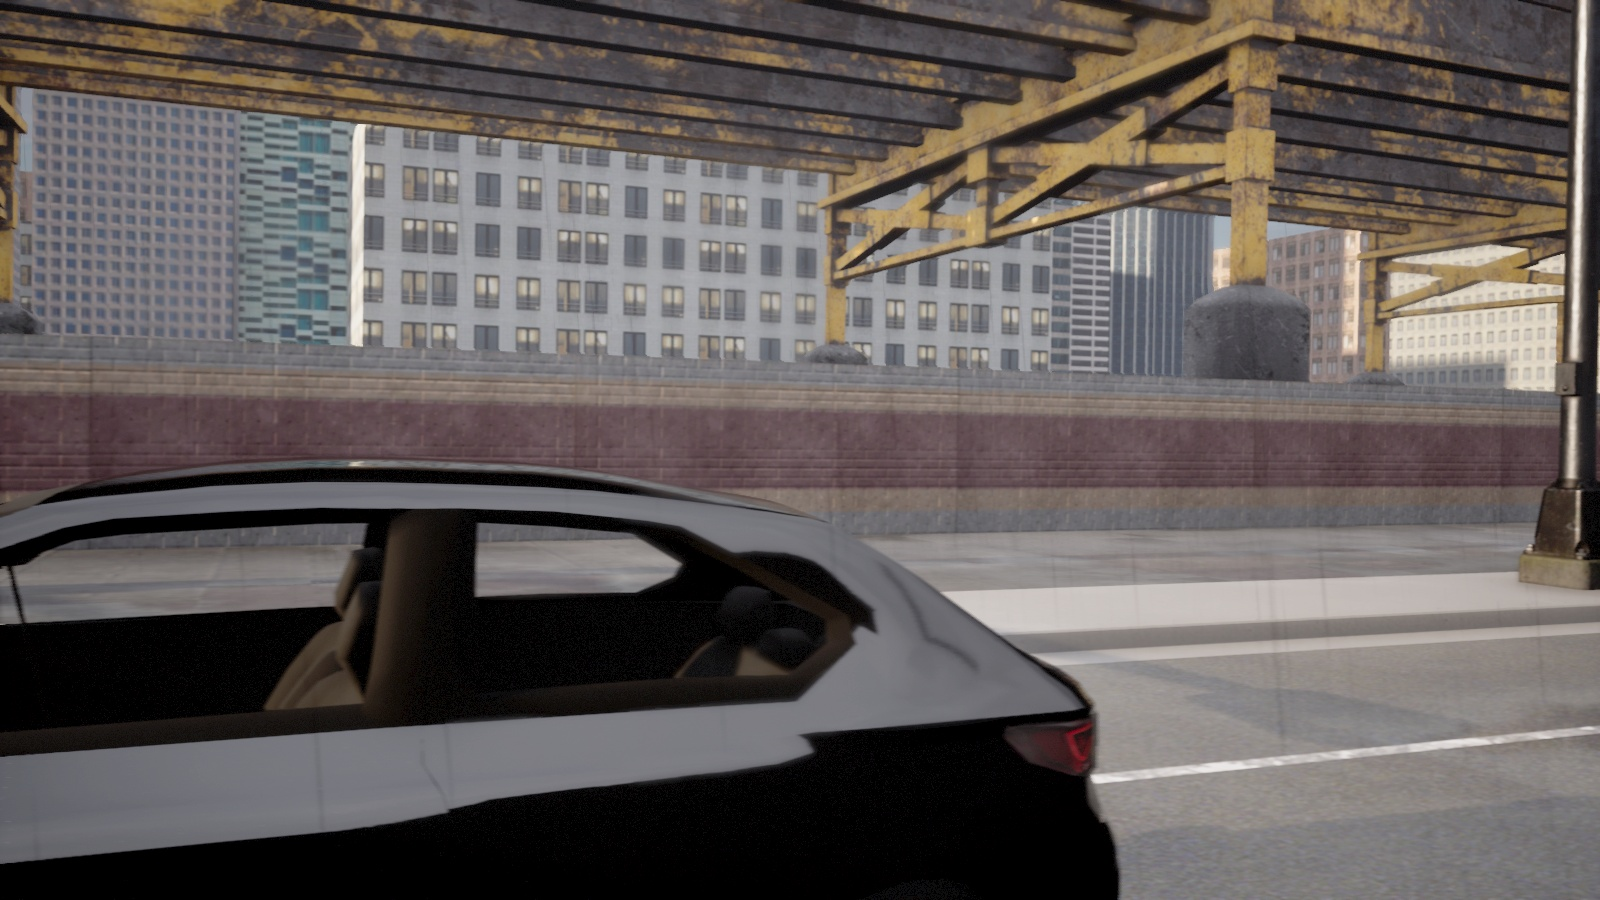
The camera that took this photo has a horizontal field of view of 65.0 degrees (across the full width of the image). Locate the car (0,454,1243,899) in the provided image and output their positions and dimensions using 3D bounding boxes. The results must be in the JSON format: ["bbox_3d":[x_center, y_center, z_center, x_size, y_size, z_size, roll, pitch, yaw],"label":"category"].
[{"bbox_3d":[-1.360,0.784,2.723,4.193,1.474,1.816,-1,1,-21],"label":"car"}]
